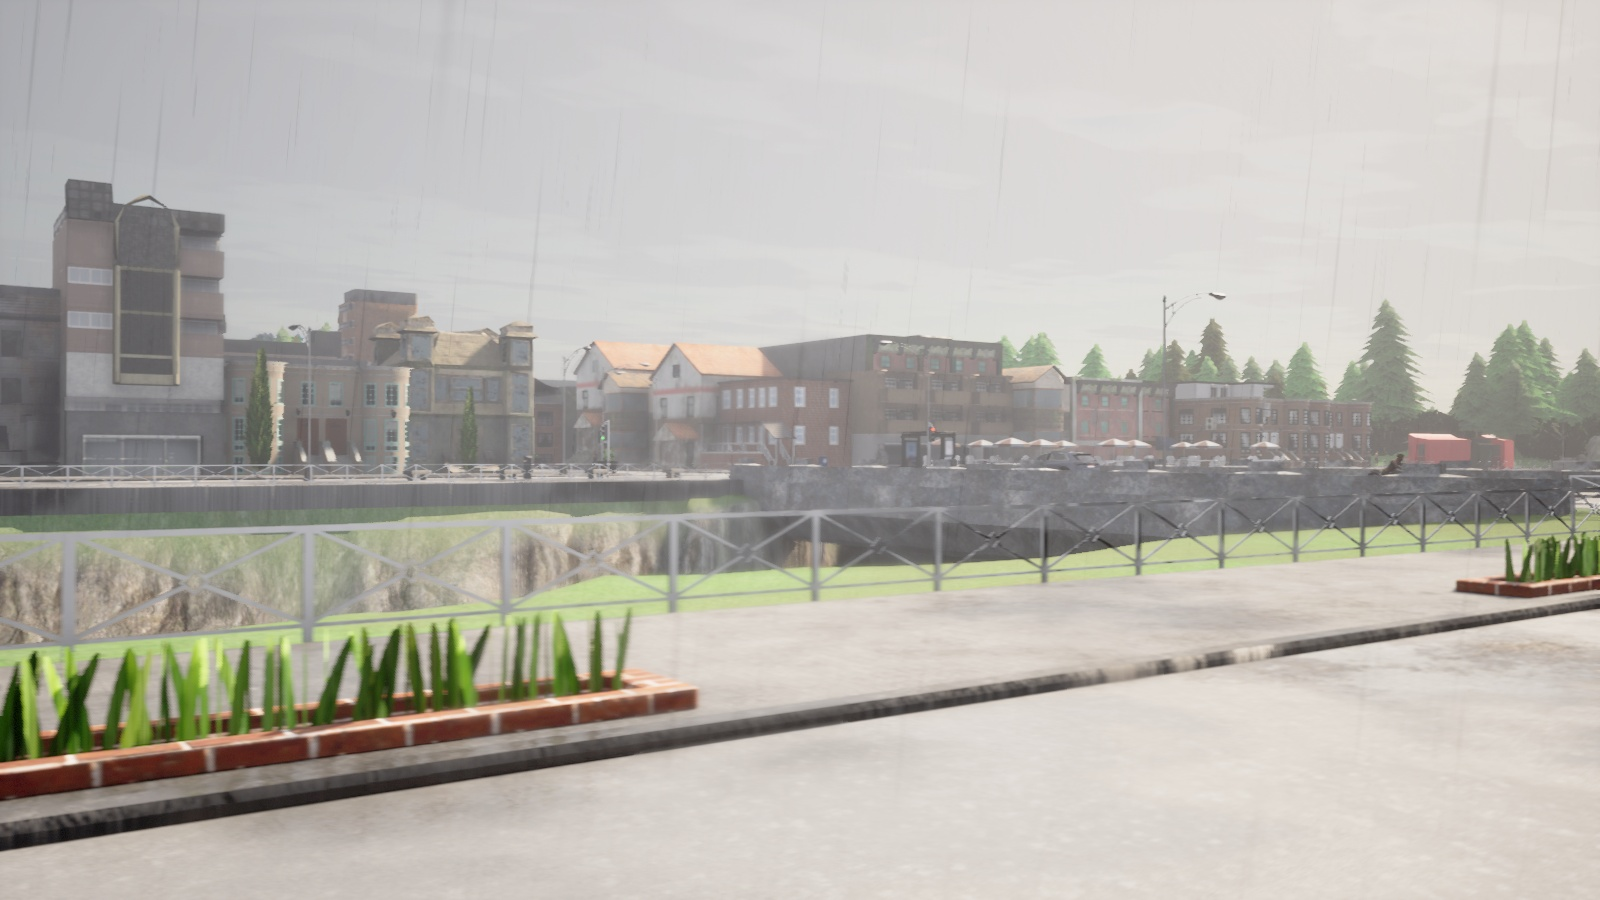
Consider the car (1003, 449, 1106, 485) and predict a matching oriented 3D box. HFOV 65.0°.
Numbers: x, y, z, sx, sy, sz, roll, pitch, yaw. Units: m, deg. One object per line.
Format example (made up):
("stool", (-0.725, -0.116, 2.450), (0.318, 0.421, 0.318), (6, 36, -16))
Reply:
("car", (12.353, 0.799, 61.258), (2.033, 1.649, 4.856), (0, 0, -35))
